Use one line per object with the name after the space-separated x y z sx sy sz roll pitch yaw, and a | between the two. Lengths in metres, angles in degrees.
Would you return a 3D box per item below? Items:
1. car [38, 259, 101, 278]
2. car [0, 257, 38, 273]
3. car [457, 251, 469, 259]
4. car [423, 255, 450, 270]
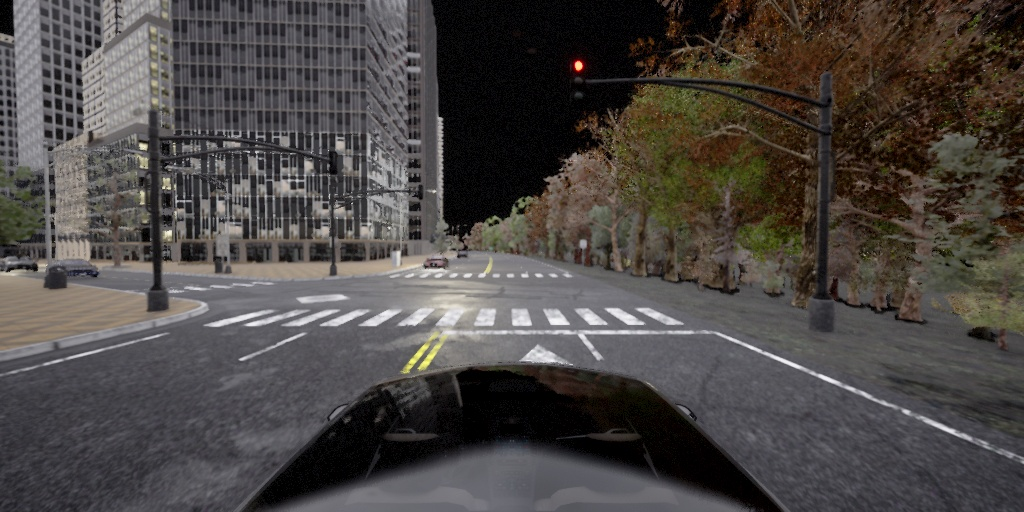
-32.982 0.946 26.867 5.357 1.411 2.033 0 1 29 | car
-48.749 0.841 35.456 4.892 1.490 1.837 0 1 29 | car
-8.508 -0.171 62.123 2.033 1.411 5.357 0 1 -4 | car
-7.096 0.559 34.034 1.994 1.385 4.181 0 2 -2 | car
